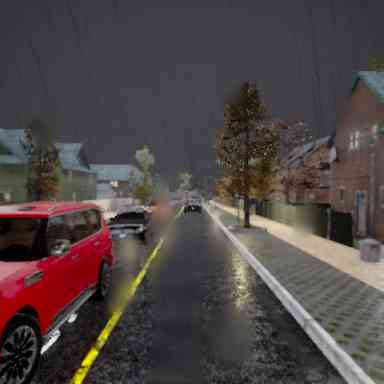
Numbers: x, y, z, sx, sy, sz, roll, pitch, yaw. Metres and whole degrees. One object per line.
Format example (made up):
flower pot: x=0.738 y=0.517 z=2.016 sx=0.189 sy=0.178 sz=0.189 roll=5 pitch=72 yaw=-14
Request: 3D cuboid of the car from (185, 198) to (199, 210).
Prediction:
car: x=0.021 y=1.673 z=48.214 sx=1.837 sy=1.490 sz=4.892 roll=0 pitch=0 yaw=0

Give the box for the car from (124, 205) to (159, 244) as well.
car: x=-2.844 y=1.545 z=15.915 sx=1.812 sy=1.442 sz=4.674 roll=0 pitch=0 yaw=0

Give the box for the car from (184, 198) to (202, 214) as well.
car: x=0.103 y=1.670 z=37.575 sx=1.994 sy=1.385 sz=4.181 roll=0 pitch=0 yaw=0

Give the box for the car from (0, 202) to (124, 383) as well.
car: x=-2.887 y=1.224 z=5.424 sx=2.150 sy=2.045 sz=5.566 roll=0 pitch=0 yaw=2

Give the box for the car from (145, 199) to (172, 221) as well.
car: x=-2.835 y=1.412 z=27.622 sx=2.097 sy=1.767 sz=4.553 roll=0 pitch=0 yaw=0
